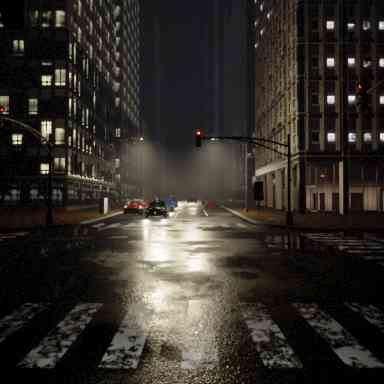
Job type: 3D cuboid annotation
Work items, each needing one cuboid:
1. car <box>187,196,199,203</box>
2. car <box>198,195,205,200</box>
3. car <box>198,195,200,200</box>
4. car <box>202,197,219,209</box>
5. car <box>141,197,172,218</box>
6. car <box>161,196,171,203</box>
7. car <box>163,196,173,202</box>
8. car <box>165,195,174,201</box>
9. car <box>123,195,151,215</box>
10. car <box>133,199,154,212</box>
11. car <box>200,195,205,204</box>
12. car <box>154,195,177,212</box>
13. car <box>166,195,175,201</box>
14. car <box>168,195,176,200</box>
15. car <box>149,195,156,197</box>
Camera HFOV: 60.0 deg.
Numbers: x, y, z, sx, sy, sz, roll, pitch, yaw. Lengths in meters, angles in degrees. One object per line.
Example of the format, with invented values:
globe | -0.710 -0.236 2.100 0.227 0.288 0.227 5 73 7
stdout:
car | 0.044 1.589 70.996 1.994 1.385 4.181 0 0 0
car | 2.660 1.583 95.134 1.887 1.381 4.507 1 0 0
car | 2.675 1.590 61.671 1.947 1.339 4.313 1 0 0
car | 2.682 1.599 44.938 1.802 1.307 4.206 1 0 0
car | -3.113 1.516 30.305 1.837 1.490 4.892 0 0 0
car | -5.710 1.573 72.748 1.887 1.381 4.507 1 0 0
car | -5.712 1.581 78.323 2.008 1.369 4.403 1 0 0
car | -5.715 1.578 83.898 1.887 1.381 4.507 1 0 0
car | -5.689 1.453 33.722 1.967 1.590 4.097 1 0 0
car | -5.695 1.597 39.297 1.802 1.307 4.206 1 0 0
car | 2.679 1.547 56.264 1.752 1.417 4.829 1 0 0
car | -3.115 1.493 39.810 1.882 1.535 5.008 0 0 0
car | -5.718 1.587 89.473 2.008 1.369 4.403 1 0 0
car | -5.721 1.604 95.048 1.947 1.339 4.313 1 0 0
car | -5.692 1.332 44.872 2.192 1.841 5.009 1 0 0
